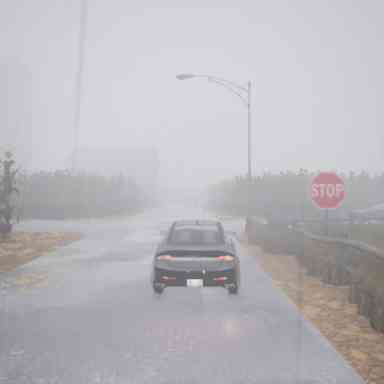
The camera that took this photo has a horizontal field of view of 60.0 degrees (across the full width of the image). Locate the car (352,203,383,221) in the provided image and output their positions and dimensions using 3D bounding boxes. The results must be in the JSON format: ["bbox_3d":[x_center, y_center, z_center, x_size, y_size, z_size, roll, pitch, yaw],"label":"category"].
[{"bbox_3d":[13.452,1.428,22.526,5.008,1.535,1.882,0,0,0],"label":"car"}]

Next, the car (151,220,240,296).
[{"bbox_3d":[0.134,1.474,8.650,2.128,1.511,4.902,0,0,2],"label":"car"}]

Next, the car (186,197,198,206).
[{"bbox_3d":[-0.018,1.623,59.795,2.097,1.767,4.553,0,0,0],"label":"car"}]
